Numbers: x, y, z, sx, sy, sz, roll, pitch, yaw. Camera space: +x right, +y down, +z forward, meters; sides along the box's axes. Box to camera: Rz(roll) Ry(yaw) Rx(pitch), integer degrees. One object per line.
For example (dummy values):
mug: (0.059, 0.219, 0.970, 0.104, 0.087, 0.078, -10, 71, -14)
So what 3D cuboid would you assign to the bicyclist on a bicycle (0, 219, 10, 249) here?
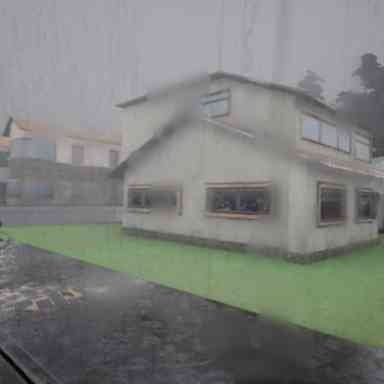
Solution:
bicyclist on a bicycle: (-8.070, 1.482, 13.166, 0.582, 1.620, 1.656, 0, -2, 44)
